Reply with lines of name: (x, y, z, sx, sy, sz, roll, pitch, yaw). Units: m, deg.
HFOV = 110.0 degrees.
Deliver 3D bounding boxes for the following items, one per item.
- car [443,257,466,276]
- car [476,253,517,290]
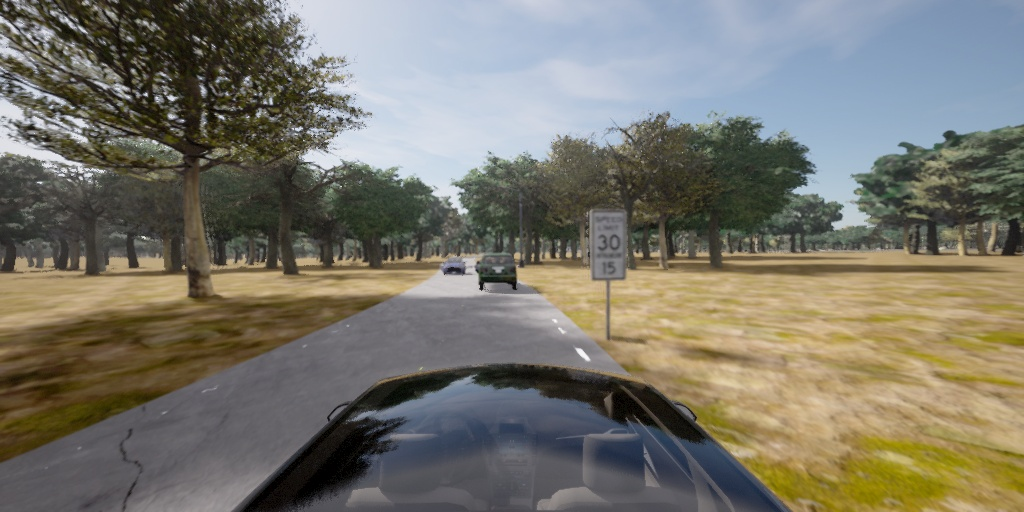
car: (-5.526, 0.914, 34.614, 2.097, 1.767, 4.553, -1, 1, -8)
car: (-0.929, 0.852, 21.699, 2.150, 2.045, 5.566, -1, 1, -5)
